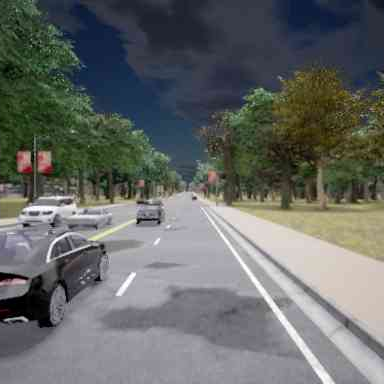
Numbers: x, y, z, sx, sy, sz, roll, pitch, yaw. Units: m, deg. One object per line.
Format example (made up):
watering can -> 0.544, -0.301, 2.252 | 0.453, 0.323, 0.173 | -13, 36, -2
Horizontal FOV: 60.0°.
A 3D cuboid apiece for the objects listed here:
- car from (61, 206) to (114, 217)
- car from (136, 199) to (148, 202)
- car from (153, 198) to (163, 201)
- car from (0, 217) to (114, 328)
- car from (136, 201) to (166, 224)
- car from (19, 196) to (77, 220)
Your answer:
car -> -6.601, 1.704, 21.927 | 1.895, 1.301, 4.718 | 0, 0, 0
car -> -9.760, 1.956, 65.364 | 1.895, 1.301, 4.718 | 0, 0, 0
car -> -6.517, 1.890, 62.957 | 2.033, 1.411, 5.357 | 0, 0, 0
car -> -3.158, 1.523, 7.009 | 2.128, 1.511, 4.902 | 0, 0, 0
car -> -3.151, 1.672, 26.029 | 2.033, 1.411, 5.357 | 0, 0, 0
car -> -9.850, 1.332, 23.402 | 2.150, 2.045, 5.566 | 0, 0, 0
